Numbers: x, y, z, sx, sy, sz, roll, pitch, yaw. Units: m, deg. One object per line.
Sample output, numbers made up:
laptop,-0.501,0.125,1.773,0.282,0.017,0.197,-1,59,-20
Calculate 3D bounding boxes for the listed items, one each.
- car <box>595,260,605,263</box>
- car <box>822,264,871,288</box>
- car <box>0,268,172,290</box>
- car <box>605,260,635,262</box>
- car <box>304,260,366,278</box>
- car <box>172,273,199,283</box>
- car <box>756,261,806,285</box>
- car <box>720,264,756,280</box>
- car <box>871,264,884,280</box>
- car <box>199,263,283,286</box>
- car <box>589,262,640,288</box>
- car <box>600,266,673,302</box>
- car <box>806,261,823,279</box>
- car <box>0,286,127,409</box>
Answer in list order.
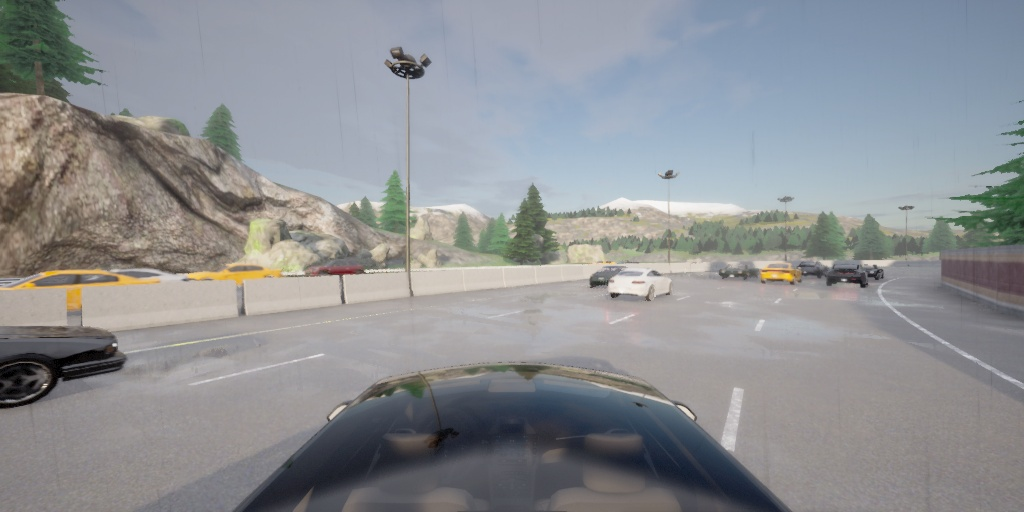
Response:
car,12.091,1.273,47.766,5.008,1.535,1.882,0,0,-40
car,22.510,1.255,24.038,4.892,1.490,1.837,0,0,-43
car,-15.284,1.227,12.163,1.882,1.535,5.008,0,0,34
car,14.324,1.272,45.071,4.902,1.511,2.128,0,0,-40
car,-14.918,1.102,30.309,2.097,1.767,4.553,0,0,39
car,-17.124,1.276,15.693,1.812,1.442,4.674,0,0,35
car,19.807,1.228,26.298,5.008,1.535,1.882,0,0,-44
car,19.815,1.351,31.079,4.718,1.301,1.895,0,0,-42
car,30.466,1.351,30.854,4.718,1.301,1.895,0,0,-39
car,-16.949,1.227,21.984,1.882,1.535,5.008,0,0,37
car,6.668,1.314,22.965,1.994,1.385,4.181,0,0,41
car,6.213,1.276,17.180,1.812,1.442,4.674,0,0,40
car,27.764,1.242,33.153,4.902,1.511,2.128,0,0,-39
car,-8.132,1.297,3.819,2.033,1.411,5.357,0,0,33
